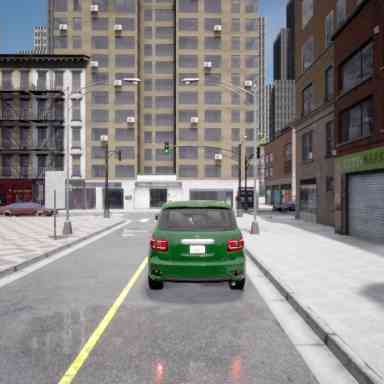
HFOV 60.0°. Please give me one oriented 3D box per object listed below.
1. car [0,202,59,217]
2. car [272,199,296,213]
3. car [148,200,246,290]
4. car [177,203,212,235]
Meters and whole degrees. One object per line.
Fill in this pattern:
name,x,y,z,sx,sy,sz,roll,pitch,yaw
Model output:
car,-15.214,1.647,30.716,5.357,1.411,2.033,0,0,3
car,11.033,1.429,34.220,5.357,1.411,2.033,-1,0,-1
car,0.100,1.220,9.224,2.150,2.045,5.566,0,0,0
car,0.065,1.499,19.933,1.837,1.490,4.892,0,0,-1
